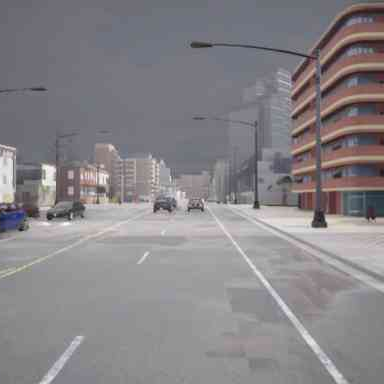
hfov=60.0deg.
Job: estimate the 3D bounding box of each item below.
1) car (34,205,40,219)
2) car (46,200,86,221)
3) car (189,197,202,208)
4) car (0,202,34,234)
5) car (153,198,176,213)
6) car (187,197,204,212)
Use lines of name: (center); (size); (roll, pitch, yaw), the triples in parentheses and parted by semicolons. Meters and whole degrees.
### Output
car: (-13.781, 1.520, 26.366); (1.812, 1.442, 4.674); (0, 0, 1)
car: (-10.260, 1.489, 27.414); (1.837, 1.490, 4.892); (0, 0, 1)
car: (0.486, 1.477, 48.778); (1.812, 1.442, 4.674); (0, -1, 1)
car: (-10.453, 1.370, 17.161); (2.097, 1.767, 4.553); (0, 0, 1)
car: (-3.109, 1.440, 36.285); (1.837, 1.490, 4.892); (0, 0, 1)
car: (0.420, 1.468, 38.299); (2.033, 1.411, 5.357); (0, 0, 1)
